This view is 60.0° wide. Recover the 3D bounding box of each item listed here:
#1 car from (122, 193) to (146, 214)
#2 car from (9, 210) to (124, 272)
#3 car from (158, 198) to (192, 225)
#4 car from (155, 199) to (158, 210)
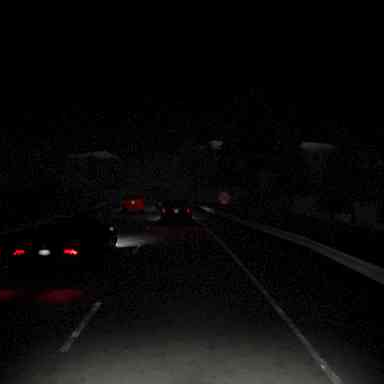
[{"bbox_3d":[-6.073,1.112,34.787,2.150,2.045,5.566,0,0,-8],"label":"car"},{"bbox_3d":[-3.717,1.515,10.603,2.033,1.411,5.357,0,0,-3],"label":"car"},{"bbox_3d":[-1.210,1.275,23.629,2.097,1.767,4.553,0,0,-5],"label":"car"},{"bbox_3d":[-3.619,1.413,41.639,2.033,1.411,5.357,0,0,-10],"label":"car"}]
